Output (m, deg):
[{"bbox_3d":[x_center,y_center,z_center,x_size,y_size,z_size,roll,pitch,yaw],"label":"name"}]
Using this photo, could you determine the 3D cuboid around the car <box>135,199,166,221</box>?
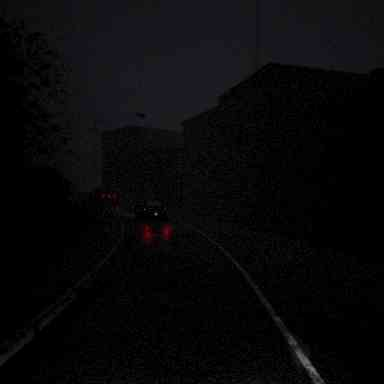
[{"bbox_3d":[-3.182,1.289,25.283,1.812,1.442,4.674,0,1,-17],"label":"car"}]

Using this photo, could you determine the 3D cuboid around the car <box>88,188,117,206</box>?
[{"bbox_3d":[-11.174,0.537,41.098,2.150,2.045,5.566,-1,2,-35],"label":"car"}]
